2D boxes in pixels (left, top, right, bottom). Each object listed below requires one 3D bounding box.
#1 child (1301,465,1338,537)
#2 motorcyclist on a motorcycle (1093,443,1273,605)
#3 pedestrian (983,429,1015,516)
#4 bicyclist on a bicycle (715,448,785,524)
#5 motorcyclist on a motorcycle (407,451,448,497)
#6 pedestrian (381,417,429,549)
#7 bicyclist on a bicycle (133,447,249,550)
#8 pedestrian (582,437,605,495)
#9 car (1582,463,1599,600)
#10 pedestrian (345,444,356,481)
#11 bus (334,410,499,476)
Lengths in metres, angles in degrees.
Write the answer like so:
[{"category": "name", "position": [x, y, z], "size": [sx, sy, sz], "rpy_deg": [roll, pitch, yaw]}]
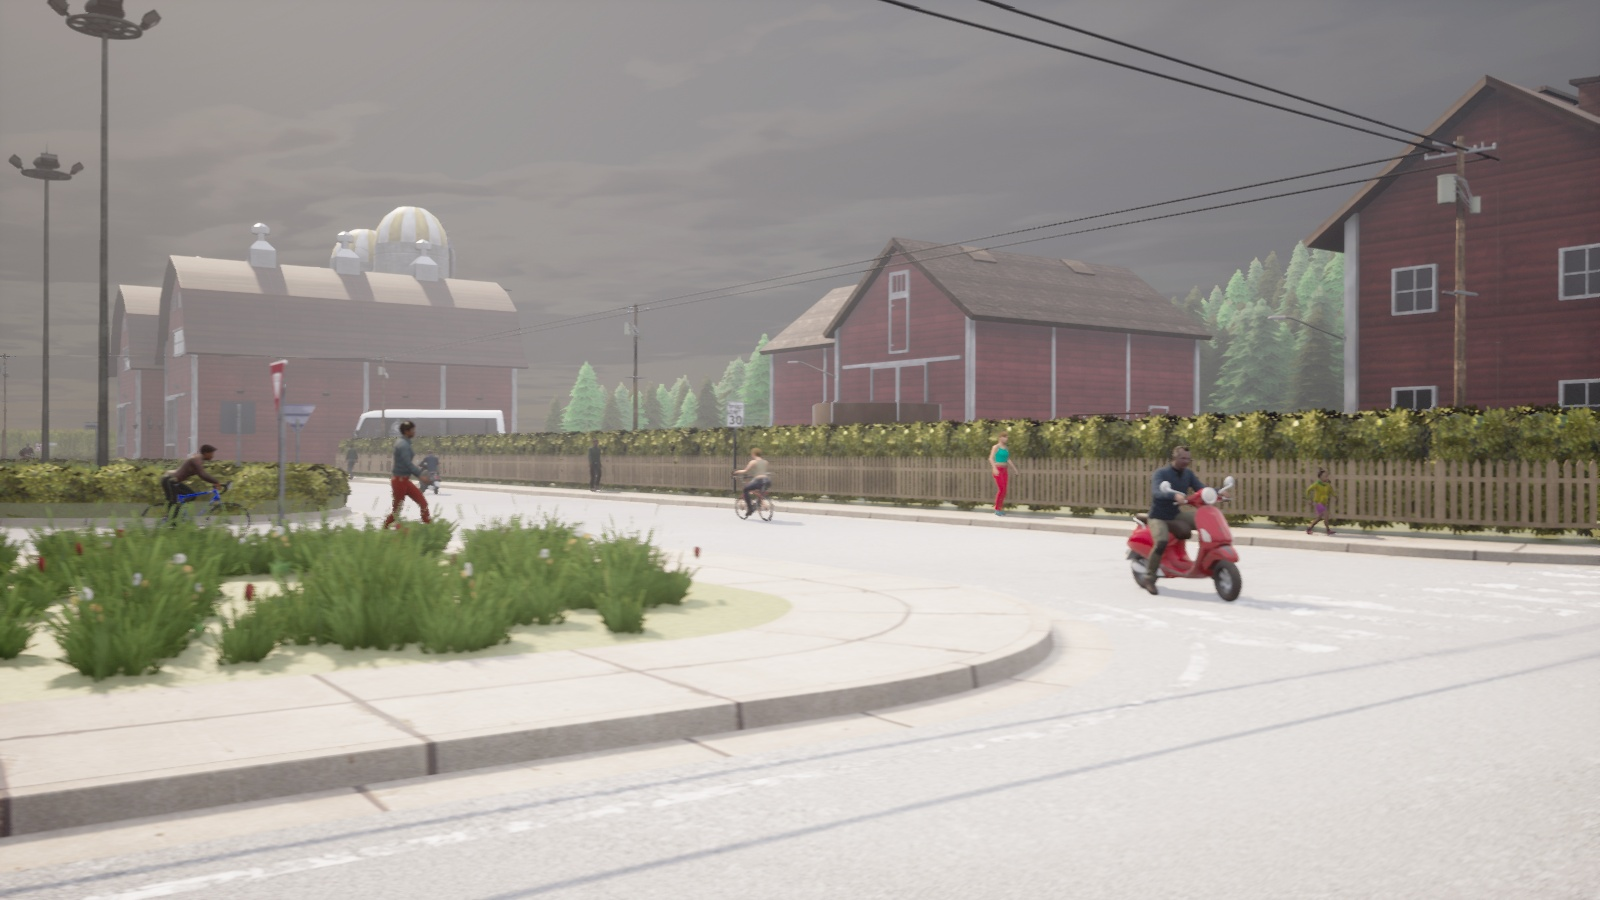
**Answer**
[{"category": "child", "position": [8.529, 0.828, 20.606], "size": [0.299, 1.160, 0.473], "rpy_deg": [0, 0, -31]}, {"category": "motorcyclist on a motorcycle", "position": [4.013, 0.731, 13.315], "size": [0.866, 1.590, 1.817], "rpy_deg": [0, 0, -23]}, {"category": "pedestrian", "position": [4.274, 0.473, 26.957], "size": [0.345, 1.836, 0.594], "rpy_deg": [0, 0, -36]}, {"category": "bicyclist on a bicycle", "position": [-1.110, 0.763, 27.604], "size": [0.866, 1.612, 1.509], "rpy_deg": [0, 0, -35]}, {"category": "motorcyclist on a motorcycle", "position": [-13.375, 0.849, 45.037], "size": [0.866, 1.590, 1.817], "rpy_deg": [0, 0, -35]}, {"category": "pedestrian", "position": [-5.575, 0.460, 17.740], "size": [0.614, 1.847, 0.353], "rpy_deg": [0, 0, -10]}, {"category": "bicyclist on a bicycle", "position": [-9.892, 0.771, 20.429], "size": [1.656, 1.620, 0.582], "rpy_deg": [0, 0, -26]}, {"category": "pedestrian", "position": [-7.027, 0.535, 42.746], "size": [0.423, 1.949, 0.788], "rpy_deg": [0, 0, -42]}, {"category": "car", "position": [9.087, 0.828, 10.964], "size": [1.994, 1.385, 4.181], "rpy_deg": [0, 0, 1]}, {"category": "pedestrian", "position": [-22.812, 0.619, 63.734], "size": [0.353, 1.847, 0.614], "rpy_deg": [0, 0, -36]}, {"category": "bus", "position": [-25.602, -0.469, 84.494], "size": [10.273, 4.253, 3.944], "rpy_deg": [0, 0, -12]}]
